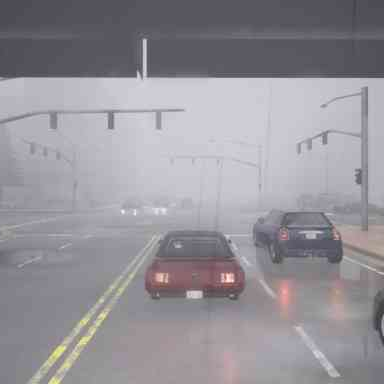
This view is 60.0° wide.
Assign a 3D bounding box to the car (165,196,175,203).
[{"bbox_3d":[-4.519,1.601,68.742,1.895,1.301,4.718,0,0,0],"label":"car"}]

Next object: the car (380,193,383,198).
[{"bbox_3d":[39.113,1.153,65.706,1.932,1.855,4.605,0,0,0],"label":"car"}]

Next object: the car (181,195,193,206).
[{"bbox_3d":[-0.840,1.525,56.462,1.812,1.442,4.674,0,0,0],"label":"car"}]

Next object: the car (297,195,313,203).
[{"bbox_3d":[22.216,1.395,65.572,1.970,1.475,3.806,0,0,0],"label":"car"}]

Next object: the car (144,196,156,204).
[{"bbox_3d":[-8.027,1.526,63.959,1.812,1.442,4.674,0,0,0],"label":"car"}]

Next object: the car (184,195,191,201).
[{"bbox_3d":[-1.103,1.478,83.260,1.882,1.535,5.008,0,0,0],"label":"car"}]

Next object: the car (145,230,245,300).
[{"bbox_3d":[0.069,1.601,8.342,1.895,1.301,4.718,0,0,0],"label":"car"}]

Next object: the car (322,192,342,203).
[{"bbox_3d":[19.556,1.156,48.097,1.905,1.878,3.866,0,0,0],"label":"car"}]

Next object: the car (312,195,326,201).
[{"bbox_3d":[30.840,1.364,80.695,1.784,1.438,3.905,0,0,0],"label":"car"}]

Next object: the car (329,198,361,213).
[{"bbox_3d":[16.681,1.564,33.913,4.181,1.385,1.994,0,0,1],"label":"car"}]

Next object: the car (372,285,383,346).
[{"bbox_3d":[3.601,1.505,3.018,1.837,1.490,4.892,0,0,0],"label":"car"}]

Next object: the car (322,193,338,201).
[{"bbox_3d":[33.523,1.153,80.753,1.932,1.855,4.605,0,0,0],"label":"car"}]

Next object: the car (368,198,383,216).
[{"bbox_3d":[19.265,1.505,30.379,4.892,1.490,1.837,0,0,1],"label":"car"}]

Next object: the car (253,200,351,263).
[{"bbox_3d":[3.585,1.352,12.107,2.097,1.767,4.553,0,0,0],"label":"car"}]

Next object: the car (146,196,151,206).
[{"bbox_3d":[-8.014,1.478,53.953,1.882,1.535,5.008,0,0,0],"label":"car"}]

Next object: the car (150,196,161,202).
[{"bbox_3d":[-8.046,1.552,73.971,1.994,1.385,4.181,0,0,0],"label":"car"}]

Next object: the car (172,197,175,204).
[{"bbox_3d":[-4.530,1.352,58.587,2.097,1.767,4.553,0,0,0],"label":"car"}]

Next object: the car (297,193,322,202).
[{"bbox_3d":[16.662,1.153,48.144,1.932,1.855,4.605,0,0,0],"label":"car"}]

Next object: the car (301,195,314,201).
[{"bbox_3d":[27.945,1.395,80.689,1.970,1.475,3.806,0,0,0],"label":"car"}]

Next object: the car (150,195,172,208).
[{"bbox_3d":[-4.492,1.491,49.545,2.128,1.511,4.902,0,0,0],"label":"car"}]

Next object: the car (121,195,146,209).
[{"bbox_3d":[-8.031,1.352,44.782,2.097,1.767,4.553,0,0,2],"label":"car"}]
